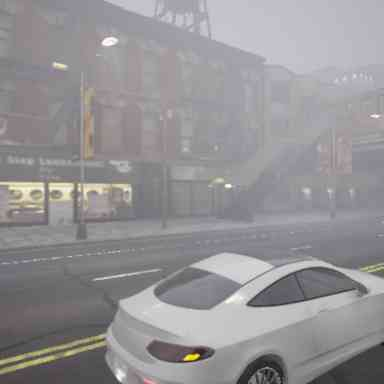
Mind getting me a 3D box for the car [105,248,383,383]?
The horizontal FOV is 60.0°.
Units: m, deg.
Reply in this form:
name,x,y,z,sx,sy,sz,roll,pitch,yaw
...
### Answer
name,x,y,z,sx,sy,sz,roll,pitch,yaw
car,1.178,1.530,4.577,4.674,1.442,1.812,0,0,-36
